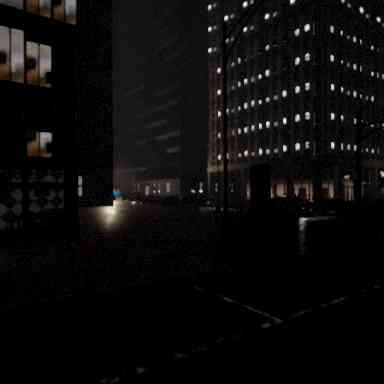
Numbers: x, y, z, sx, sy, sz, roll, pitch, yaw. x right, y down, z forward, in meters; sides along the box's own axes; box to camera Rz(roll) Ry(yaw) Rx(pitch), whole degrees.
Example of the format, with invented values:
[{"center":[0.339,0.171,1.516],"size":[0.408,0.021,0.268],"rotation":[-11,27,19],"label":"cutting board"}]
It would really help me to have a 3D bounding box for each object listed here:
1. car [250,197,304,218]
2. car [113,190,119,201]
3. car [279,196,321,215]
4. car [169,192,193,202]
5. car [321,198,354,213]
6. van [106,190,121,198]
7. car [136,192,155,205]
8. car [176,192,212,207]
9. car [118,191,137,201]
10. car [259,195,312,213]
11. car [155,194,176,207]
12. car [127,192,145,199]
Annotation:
[{"center":[6.427,1.293,26.574],"size":[1.802,1.307,4.206],"rotation":[0,1,-32],"label":"car"},{"center":[-14.972,0.806,58.901],"size":[1.887,1.381,4.507],"rotation":[0,0,-35],"label":"car"},{"center":[8.189,1.189,28.519],"size":[1.837,1.490,4.892],"rotation":[0,1,-32],"label":"car"},{"center":[-1.856,0.772,54.362],"size":[1.967,1.590,4.097],"rotation":[0,1,-35],"label":"car"},{"center":[13.045,1.229,31.267],"size":[1.802,1.307,4.206],"rotation":[0,1,-32],"label":"car"},{"center":[-18.103,0.361,76.649],"size":[1.690,1.788,3.998],"rotation":[0,0,-38],"label":"van"},{"center":[-5.423,0.982,45.022],"size":[1.752,1.417,4.829],"rotation":[0,1,-33],"label":"car"},{"center":[0.552,1.006,40.589],"size":[2.128,1.511,4.902],"rotation":[0,1,-33],"label":"car"},{"center":[-10.289,0.777,56.954],"size":[1.882,1.535,5.008],"rotation":[0,1,-35],"label":"car"},{"center":[9.086,1.105,32.684],"size":[1.882,1.535,5.008],"rotation":[0,1,-32],"label":"car"},{"center":[-2.472,1.101,40.527],"size":[1.802,1.307,4.206],"rotation":[0,1,-33],"label":"car"},{"center":[-11.504,0.710,67.807],"size":[1.947,1.339,4.313],"rotation":[0,0,-36],"label":"car"}]
